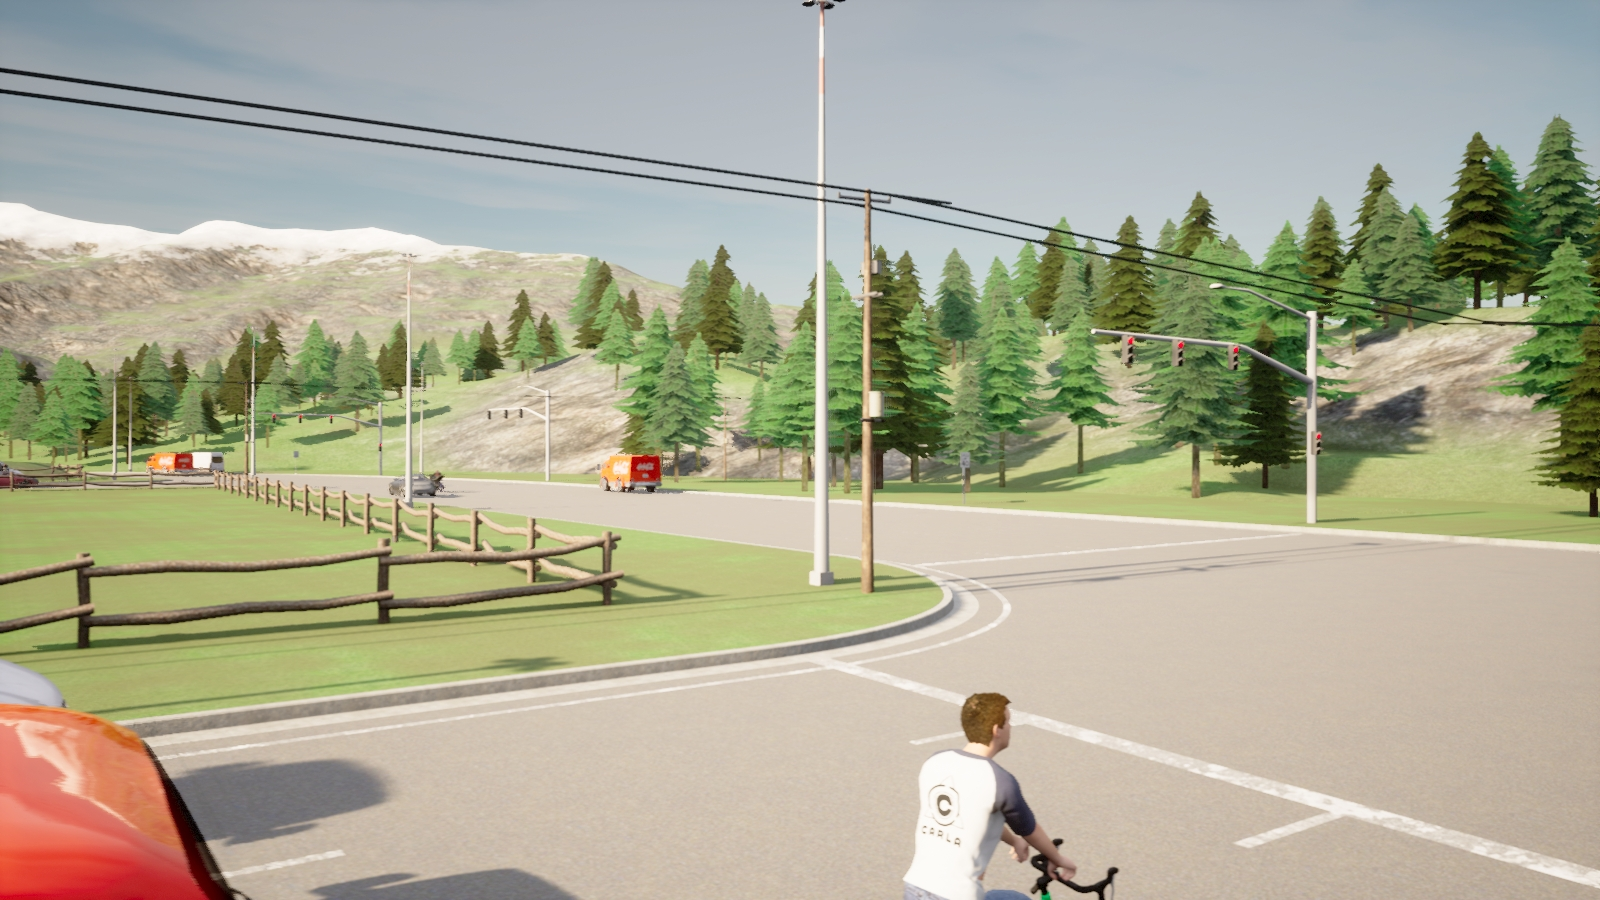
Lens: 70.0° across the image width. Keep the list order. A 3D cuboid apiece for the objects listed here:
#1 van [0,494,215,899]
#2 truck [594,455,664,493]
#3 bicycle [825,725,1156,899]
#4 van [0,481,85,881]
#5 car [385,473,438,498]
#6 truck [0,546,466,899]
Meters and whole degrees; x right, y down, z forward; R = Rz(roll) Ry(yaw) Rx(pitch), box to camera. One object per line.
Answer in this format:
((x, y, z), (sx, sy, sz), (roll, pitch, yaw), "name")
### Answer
((-5.570, 1.534, 4.151), (5.915, 2.561, 1.988), (0, 0, -35), "van")
((-11.496, 1.585, 76.504), (2.627, 2.467, 5.204), (0, 0, -35), "truck")
((0.852, 2.059, 4.805), (1.643, 1.496, 0.373), (1, 0, -39), "bicycle")
((-7.827, 1.534, 6.844), (5.915, 2.561, 1.988), (0, 0, -35), "van")
((-23.608, 2.132, 69.405), (1.994, 1.385, 4.181), (0, 0, -35), "car")
((-3.429, 1.568, 1.464), (5.204, 2.467, 2.627), (0, 0, -34), "truck")
